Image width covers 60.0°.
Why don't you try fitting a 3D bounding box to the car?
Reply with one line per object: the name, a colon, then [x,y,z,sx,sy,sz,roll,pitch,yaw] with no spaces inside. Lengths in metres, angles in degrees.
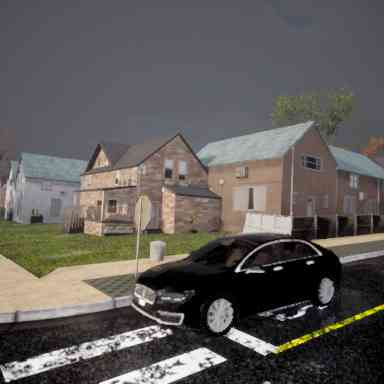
car: [1.167,1.661,6.967,4.892,1.490,1.837,2,-2,-34]
